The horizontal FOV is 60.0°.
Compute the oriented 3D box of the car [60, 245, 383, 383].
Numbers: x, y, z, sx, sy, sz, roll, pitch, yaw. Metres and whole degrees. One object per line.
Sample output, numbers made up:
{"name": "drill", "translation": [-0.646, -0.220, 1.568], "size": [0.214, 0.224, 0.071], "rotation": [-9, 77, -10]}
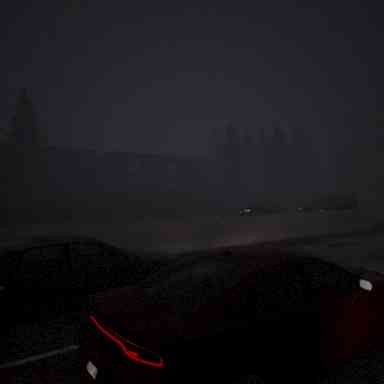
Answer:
{"name": "car", "translation": [1.089, 1.479, 4.525], "size": [5.008, 1.535, 1.882], "rotation": [0, 0, -35]}

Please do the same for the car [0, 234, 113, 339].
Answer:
{"name": "car", "translation": [-2.408, 1.548, 6.328], "size": [5.357, 1.411, 2.033], "rotation": [0, 0, -35]}

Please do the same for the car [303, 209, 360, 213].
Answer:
{"name": "car", "translation": [10.035, 1.234, 24.165], "size": [5.566, 2.045, 2.150], "rotation": [0, 0, -37]}

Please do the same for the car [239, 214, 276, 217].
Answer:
{"name": "car", "translation": [6.046, 1.517, 29.929], "size": [4.892, 1.490, 1.837], "rotation": [1, 0, -37]}
